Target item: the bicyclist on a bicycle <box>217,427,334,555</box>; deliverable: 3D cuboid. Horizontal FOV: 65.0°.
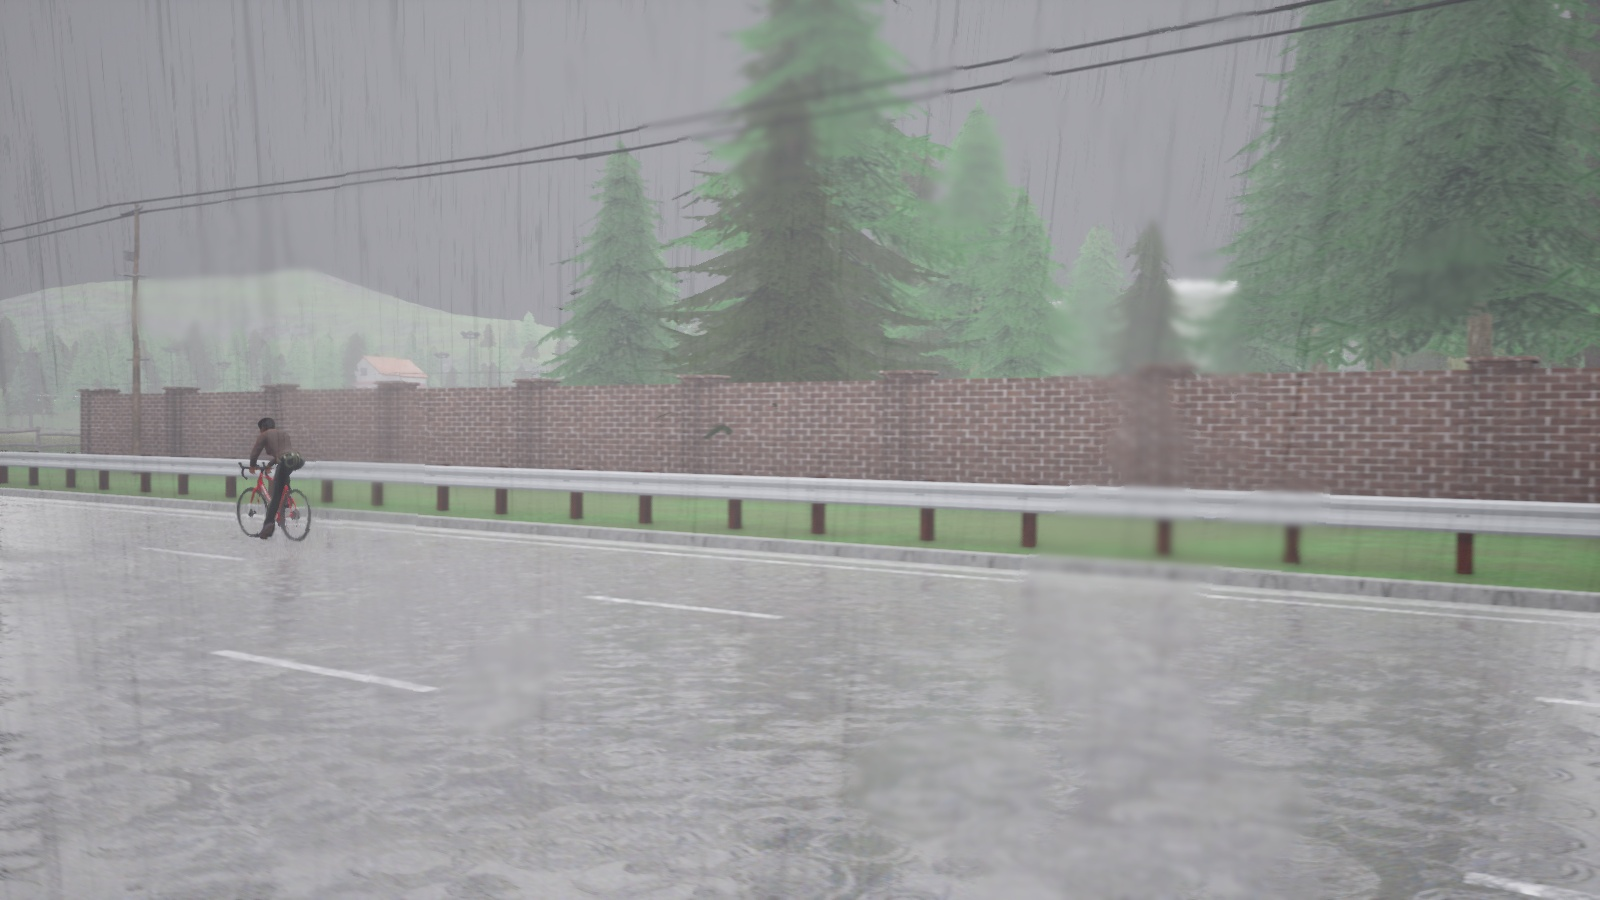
[{"bbox_3d":[-6.969,0.520,16.655,1.656,1.620,0.582,0,1,34],"label":"bicyclist on a bicycle"}]
